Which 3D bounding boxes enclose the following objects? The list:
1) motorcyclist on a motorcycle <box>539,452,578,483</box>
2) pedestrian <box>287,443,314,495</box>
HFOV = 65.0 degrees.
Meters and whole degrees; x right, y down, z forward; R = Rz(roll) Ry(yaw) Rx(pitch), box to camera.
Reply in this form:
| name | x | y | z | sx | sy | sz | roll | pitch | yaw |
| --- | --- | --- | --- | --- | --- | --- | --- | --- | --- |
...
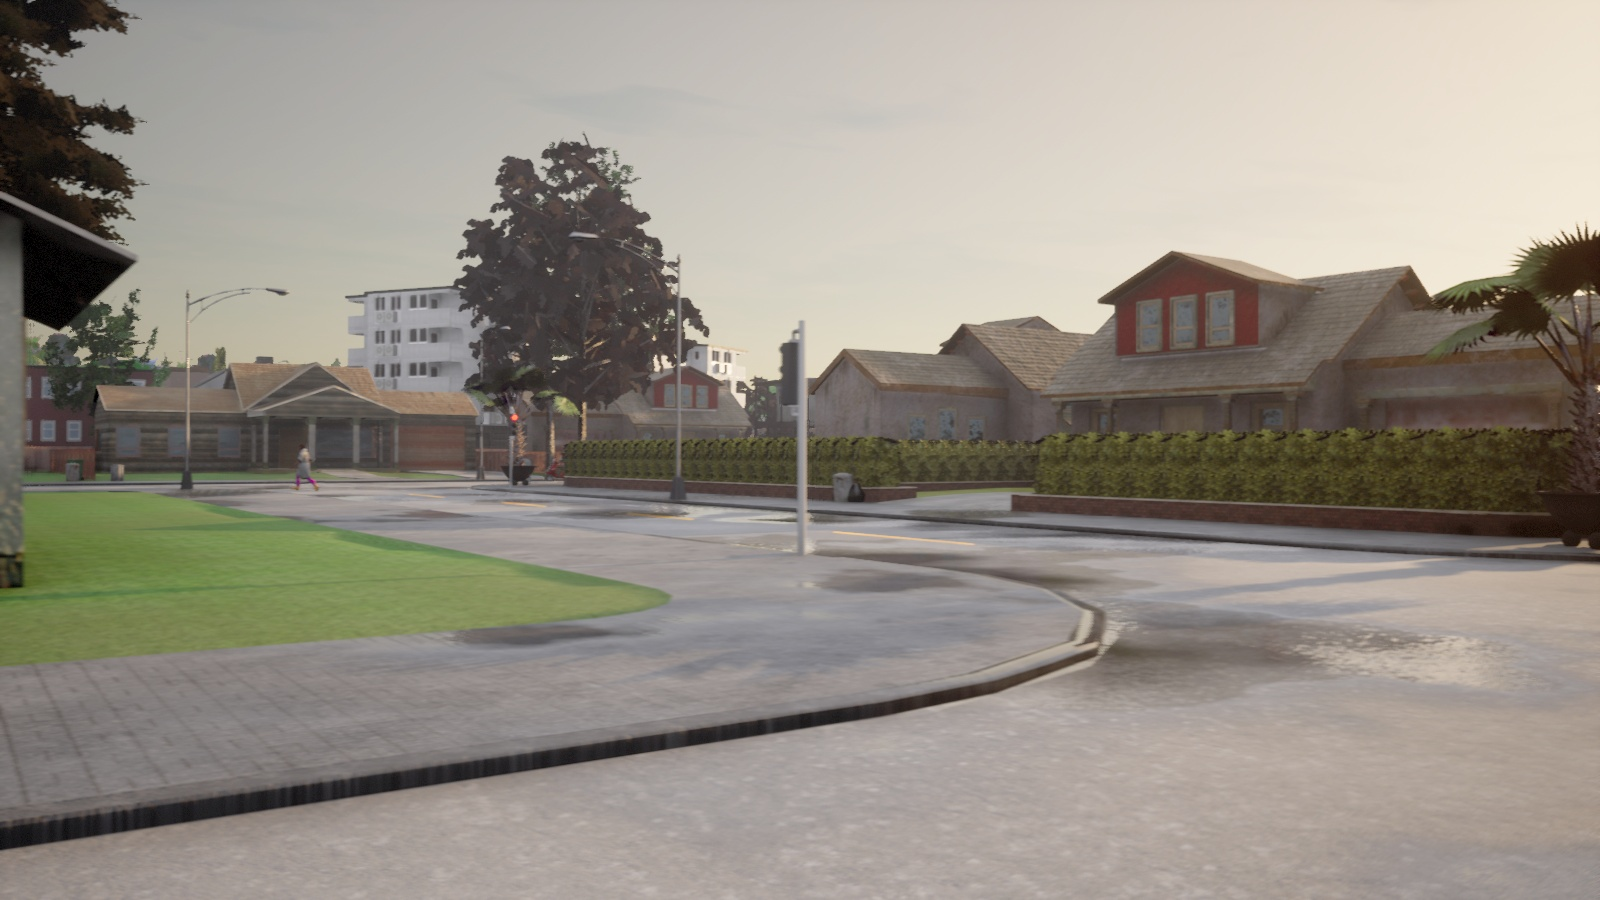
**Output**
| name | x | y | z | sx | sy | sz | roll | pitch | yaw |
| --- | --- | --- | --- | --- | --- | --- | --- | --- | --- |
| motorcyclist on a motorcycle | -12.596 | 0.923 | 65.604 | 1.817 | 1.590 | 0.866 | 0 | 0 | -35 |
| pedestrian | -19.180 | 0.720 | 48.236 | 0.873 | 1.952 | 0.659 | 0 | 0 | -14 |
